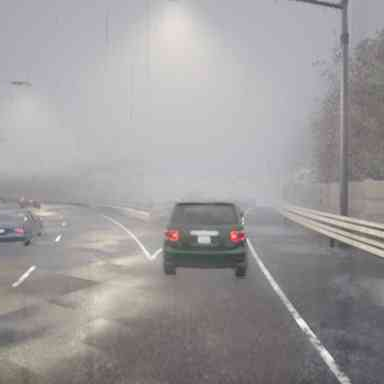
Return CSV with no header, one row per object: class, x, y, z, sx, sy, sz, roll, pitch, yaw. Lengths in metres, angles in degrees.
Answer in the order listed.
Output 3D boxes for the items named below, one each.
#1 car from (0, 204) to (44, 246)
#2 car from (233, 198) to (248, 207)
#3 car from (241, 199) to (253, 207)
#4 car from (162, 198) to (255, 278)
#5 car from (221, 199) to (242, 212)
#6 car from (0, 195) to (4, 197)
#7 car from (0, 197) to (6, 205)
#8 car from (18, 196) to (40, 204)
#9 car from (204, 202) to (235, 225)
car,-7.885,1.503,14.829,2.033,1.411,5.357,0,0,-17
car,7.659,1.645,51.827,1.994,1.385,4.181,0,-1,13
car,10.499,2.109,63.668,1.895,1.301,4.718,0,-3,13
car,0.452,1.198,10.306,2.150,2.045,5.566,0,0,4
car,4.664,1.491,38.579,1.994,1.385,4.181,0,0,12
car,-35.780,1.317,61.082,4.892,1.490,1.837,0,0,45
car,-15.798,1.413,25.964,2.128,1.511,4.902,0,0,-23
car,-20.975,1.230,42.755,2.097,1.767,4.553,0,0,-33
car,2.054,1.515,24.158,1.994,1.385,4.181,0,0,8
